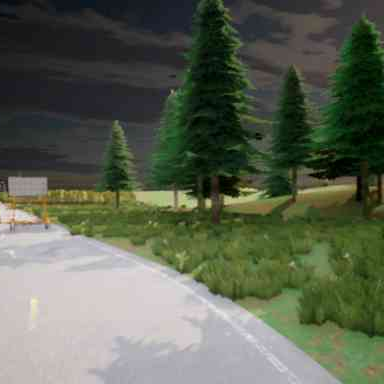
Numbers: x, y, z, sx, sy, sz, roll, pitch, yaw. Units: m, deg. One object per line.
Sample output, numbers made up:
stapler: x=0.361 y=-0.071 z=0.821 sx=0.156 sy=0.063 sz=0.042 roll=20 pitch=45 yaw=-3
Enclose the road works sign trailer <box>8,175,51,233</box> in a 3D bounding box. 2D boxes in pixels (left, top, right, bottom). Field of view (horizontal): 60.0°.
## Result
road works sign trailer: x=-10.844 y=0.695 z=22.110 sx=2.380 sy=3.560 sz=2.880 roll=-1 pitch=0 yaw=-32
